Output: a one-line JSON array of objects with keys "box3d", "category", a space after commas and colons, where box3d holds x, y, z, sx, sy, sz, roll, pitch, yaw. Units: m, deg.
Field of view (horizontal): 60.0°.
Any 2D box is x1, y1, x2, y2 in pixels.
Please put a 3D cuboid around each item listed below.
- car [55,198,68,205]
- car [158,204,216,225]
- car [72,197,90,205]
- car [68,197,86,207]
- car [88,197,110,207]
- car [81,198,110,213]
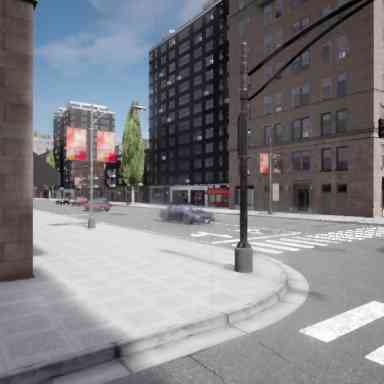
[{"box3d": [-25.310, 1.857, 65.105, 1.895, 1.301, 4.718, 0, 0, -36], "category": "car"}, {"box3d": [-0.528, 1.621, 24.869, 2.033, 1.411, 5.357, 0, 0, -36], "category": "car"}, {"box3d": [-22.135, 1.749, 66.259, 2.128, 1.511, 4.902, 0, 0, -36], "category": "car"}, {"box3d": [-18.945, 1.743, 56.290, 1.812, 1.442, 4.674, 0, 0, -36], "category": "car"}, {"box3d": [-16.229, 1.714, 58.073, 2.128, 1.511, 4.902, 0, 0, -36], "category": "car"}, {"box3d": [-11.421, 1.710, 39.994, 1.994, 1.385, 4.181, 0, 0, -36], "category": "car"}]
